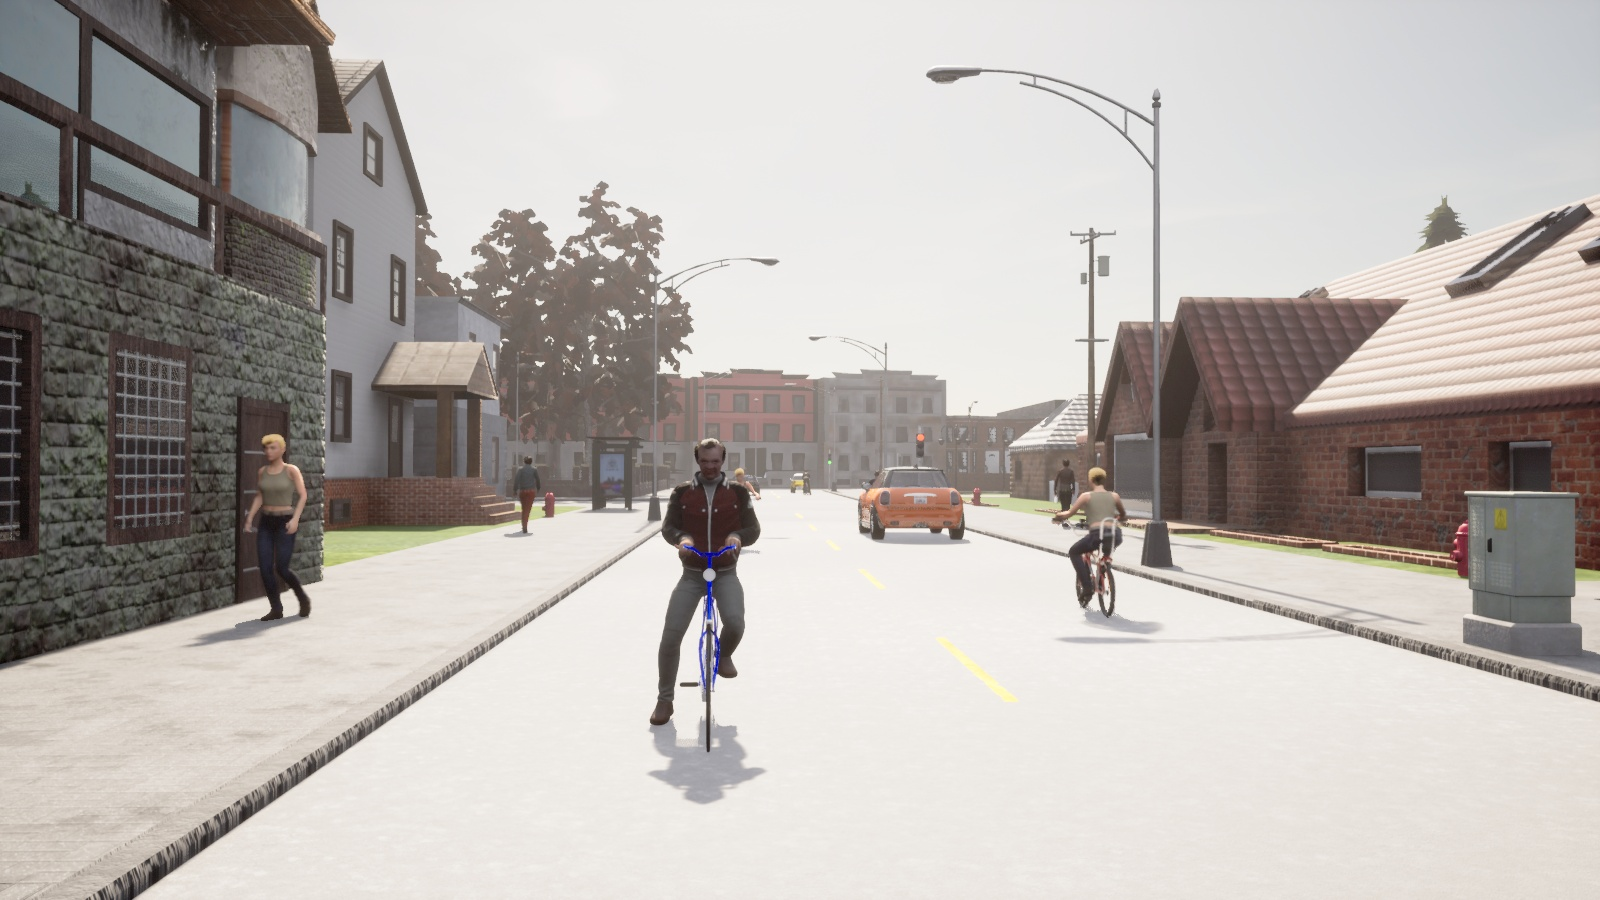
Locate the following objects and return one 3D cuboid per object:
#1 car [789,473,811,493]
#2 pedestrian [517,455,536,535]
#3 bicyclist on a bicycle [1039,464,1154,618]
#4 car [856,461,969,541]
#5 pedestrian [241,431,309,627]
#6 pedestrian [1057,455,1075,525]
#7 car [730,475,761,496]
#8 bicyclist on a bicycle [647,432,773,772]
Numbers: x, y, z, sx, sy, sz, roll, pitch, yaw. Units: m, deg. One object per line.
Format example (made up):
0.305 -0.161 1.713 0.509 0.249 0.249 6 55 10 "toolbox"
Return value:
0.011 2.369 89.572 1.481 1.376 2.207 0 0 2 "car"
-6.325 1.036 29.046 0.353 1.847 0.614 0 -1 -5 "pedestrian"
3.267 0.972 13.980 0.866 1.612 1.509 0 -1 -2 "bicyclist on a bicycle"
2.603 1.169 30.248 2.097 1.767 4.553 0 -1 -3 "car"
-5.042 0.747 12.088 0.345 1.836 0.594 0 -1 8 "pedestrian"
7.030 1.052 33.160 0.328 1.805 0.869 -1 -1 20 "pedestrian"
-3.554 2.286 80.992 1.895 1.301 4.718 0 -1 -4 "car"
-0.536 0.813 7.520 0.659 1.776 1.843 0 -1 -4 "bicyclist on a bicycle"
